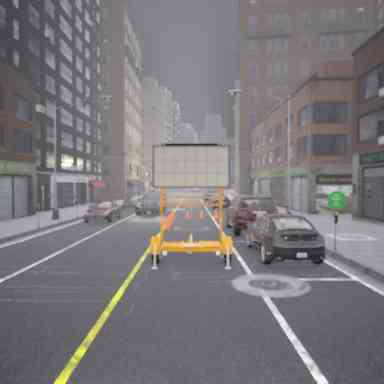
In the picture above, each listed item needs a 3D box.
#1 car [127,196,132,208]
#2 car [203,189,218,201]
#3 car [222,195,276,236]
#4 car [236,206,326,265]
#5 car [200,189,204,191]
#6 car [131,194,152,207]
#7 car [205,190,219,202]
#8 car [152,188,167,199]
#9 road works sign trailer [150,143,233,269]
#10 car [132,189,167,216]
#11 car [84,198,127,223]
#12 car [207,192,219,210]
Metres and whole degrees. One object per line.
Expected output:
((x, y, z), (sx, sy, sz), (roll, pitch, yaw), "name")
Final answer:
((-5.733, 1.004, 32.754), (1.802, 1.307, 4.206), (-1, 1, 0), "car")
((2.763, 0.688, 49.298), (1.947, 1.339, 4.313), (-1, 1, 0), "car")
((2.819, 1.028, 16.261), (2.192, 1.841, 5.009), (-1, 1, 0), "car")
((2.831, 1.360, 10.760), (2.008, 1.369, 4.403), (-1, 1, 0), "car")
((2.753, 0.587, 54.804), (1.947, 1.339, 4.313), (-1, 1, 0), "car")
((-5.742, 0.905, 38.261), (1.802, 1.307, 4.206), (-1, 1, 0), "car")
((2.782, 0.844, 38.457), (1.752, 1.417, 4.829), (-1, 1, 0), "car")
((-5.784, 0.235, 60.284), (2.192, 1.841, 5.009), (-1, 1, 0), "car")
((-0.020, 0.279, 10.417), (2.380, 3.560, 2.880), (0, 1, 0), "road works sign trailer")
((-3.146, 0.885, 26.471), (2.097, 1.767, 4.553), (0, 1, 0), "car")
((-5.713, 1.199, 21.741), (1.802, 1.307, 4.206), (-1, 1, 0), "car")
((2.792, 0.987, 32.782), (1.947, 1.339, 4.313), (-1, 1, 0), "car")
